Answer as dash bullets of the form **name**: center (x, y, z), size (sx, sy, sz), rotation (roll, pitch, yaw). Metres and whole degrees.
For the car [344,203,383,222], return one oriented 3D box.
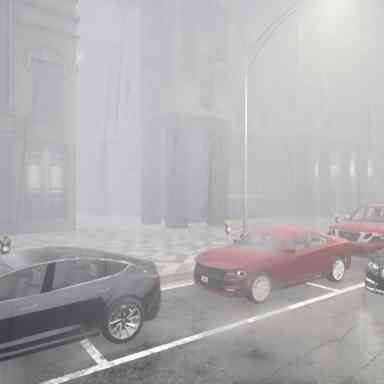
- **car**: center (6.671, 1.316, 11.420), size (5.009, 1.841, 2.192), rotation (0, 0, -36)

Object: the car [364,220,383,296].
- **car**: center (5.823, 1.492, 7.545), size (4.902, 1.511, 2.128), rotation (0, 0, -36)

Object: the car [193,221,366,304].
- **car**: center (2.086, 1.545, 8.142), size (4.507, 1.381, 1.887), rotation (0, 0, -36)

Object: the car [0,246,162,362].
- **car**: center (-2.498, 1.566, 4.864), size (4.313, 1.339, 1.947), rotation (0, 0, -36)
